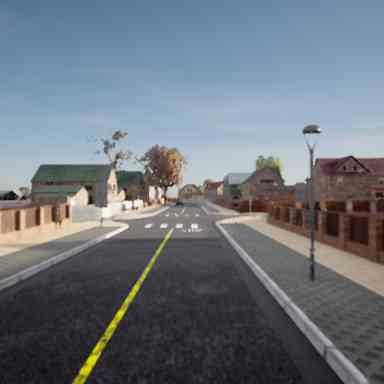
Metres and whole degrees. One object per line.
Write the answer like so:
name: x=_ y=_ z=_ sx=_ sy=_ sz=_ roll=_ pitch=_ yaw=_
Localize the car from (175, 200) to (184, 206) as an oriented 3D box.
car: x=-2.733 y=2.550 z=74.412 sx=1.895 sy=1.301 sz=4.718 roll=0 pitch=-1 yaw=0
